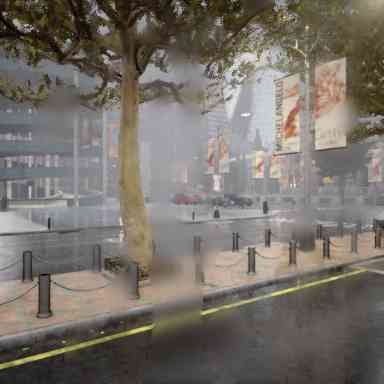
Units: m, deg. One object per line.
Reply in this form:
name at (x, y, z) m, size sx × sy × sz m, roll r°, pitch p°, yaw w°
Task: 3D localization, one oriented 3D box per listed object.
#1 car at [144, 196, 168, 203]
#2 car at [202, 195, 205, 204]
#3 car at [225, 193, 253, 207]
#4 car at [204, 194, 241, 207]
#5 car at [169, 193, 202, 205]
car at (-7.692, 1.503, 66.427) m, size 4.892 × 1.490 × 1.837 m, roll 0°, pitch 0°, yaw 43°
car at (1.486, 1.350, 60.933) m, size 2.097 × 1.767 × 4.553 m, roll 0°, pitch 0°, yaw -37°
car at (7.184, 1.219, 53.067) m, size 2.150 × 2.045 × 5.566 m, roll 0°, pitch 0°, yaw -36°
car at (4.572, 1.489, 50.696) m, size 2.128 × 1.511 × 4.902 m, roll 0°, pitch 0°, yaw -35°
car at (-1.175, 1.219, 58.707) m, size 2.150 × 2.045 × 5.566 m, roll 0°, pitch 0°, yaw -36°
